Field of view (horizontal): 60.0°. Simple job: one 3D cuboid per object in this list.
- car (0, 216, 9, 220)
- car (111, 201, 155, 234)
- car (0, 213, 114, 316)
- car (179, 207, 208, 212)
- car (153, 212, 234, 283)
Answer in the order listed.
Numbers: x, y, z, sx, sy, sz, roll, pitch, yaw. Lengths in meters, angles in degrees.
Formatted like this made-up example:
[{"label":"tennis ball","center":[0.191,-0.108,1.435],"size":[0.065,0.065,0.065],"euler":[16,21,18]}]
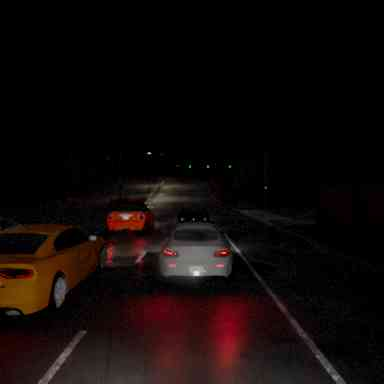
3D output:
[{"label":"car","center":[-6.903,1.485,10.937],"size":[2.128,1.511,4.902],"euler":[0,0,0]},{"label":"car","center":[-3.404,1.340,19.255],"size":[2.097,1.767,4.553],"euler":[0,0,0]},{"label":"car","center":[-3.403,1.473,7.627],"size":[1.882,1.535,5.008],"euler":[0,0,0]},{"label":"car","center":[0.095,1.587,20.907],"size":[1.895,1.301,4.718],"euler":[0,0,0]},{"label":"car","center":[0.096,1.519,9.548],"size":[1.812,1.442,4.674],"euler":[0,0,0]}]
